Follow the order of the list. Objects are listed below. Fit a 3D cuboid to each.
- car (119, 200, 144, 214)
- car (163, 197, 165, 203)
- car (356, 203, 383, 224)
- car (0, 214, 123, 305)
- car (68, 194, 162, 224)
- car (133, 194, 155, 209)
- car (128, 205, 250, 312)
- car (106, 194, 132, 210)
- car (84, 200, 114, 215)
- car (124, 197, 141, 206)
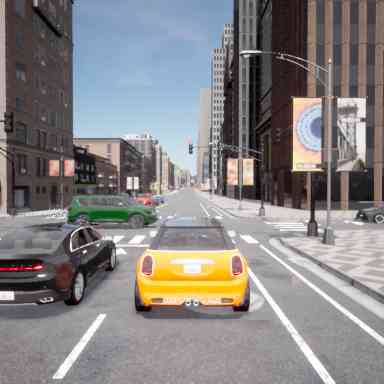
[{"bbox_3d":[-6.603,1.580,36.719,1.994,1.385,4.181,0,0,0],"label":"car"},{"bbox_3d":[-6.536,1.507,66.042,1.882,1.535,5.008,0,0,1],"label":"car"},{"bbox_3d":[13.985,1.470,23.557,4.181,1.385,1.994,0,1,0],"label":"car"},{"bbox_3d":[-3.154,1.504,8.031,1.837,1.490,4.892,0,0,0],"label":"car"},{"bbox_3d":[-4.951,1.226,20.881,5.566,2.045,2.150,0,0,4],"label":"car"},{"bbox_3d":[-6.602,1.244,45.996,2.150,2.045,5.566,0,0,1],"label":"car"},{"bbox_3d":[0.010,1.351,7.887,2.097,1.767,4.553,0,0,0],"label":"car"},{"bbox_3d":[-9.846,1.243,45.319,2.150,2.045,5.566,0,0,1],"label":"car"},{"bbox_3d":[-9.852,1.616,35.559,1.895,1.301,4.718,0,0,0],"label":"car"},{"bbox_3d":[-9.822,1.591,55.277,1.994,1.385,4.181,0,0,2],"label":"car"}]
